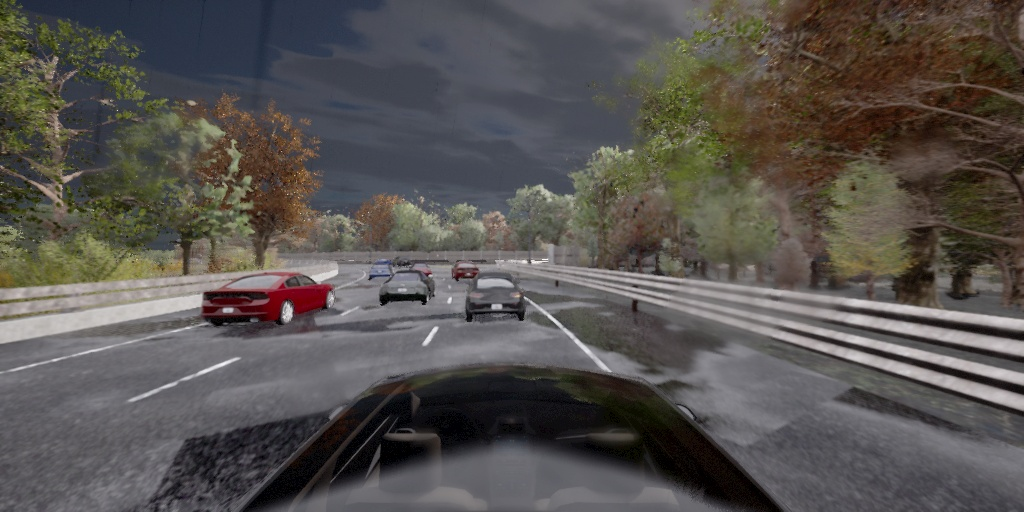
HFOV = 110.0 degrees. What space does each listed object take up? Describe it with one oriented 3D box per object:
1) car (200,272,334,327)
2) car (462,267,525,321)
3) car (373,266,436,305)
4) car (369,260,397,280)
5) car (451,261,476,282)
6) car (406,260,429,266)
[{"bbox_3d":[-7.594,1.257,11.770,1.882,1.535,5.008,0,0,-5],"label":"car"},{"bbox_3d":[-0.642,1.279,12.452,1.812,1.442,4.674,0,0,-5],"label":"car"},{"bbox_3d":[-4.610,1.332,16.300,1.994,1.385,4.181,0,0,-7],"label":"car"},{"bbox_3d":[-11.578,1.343,31.786,2.033,1.411,5.357,0,0,-17],"label":"car"},{"bbox_3d":[-3.949,1.244,29.876,1.882,1.535,5.008,0,0,-15],"label":"car"},{"bbox_3d":[-9.054,1.350,35.145,1.994,1.385,4.181,0,0,-17],"label":"car"}]
